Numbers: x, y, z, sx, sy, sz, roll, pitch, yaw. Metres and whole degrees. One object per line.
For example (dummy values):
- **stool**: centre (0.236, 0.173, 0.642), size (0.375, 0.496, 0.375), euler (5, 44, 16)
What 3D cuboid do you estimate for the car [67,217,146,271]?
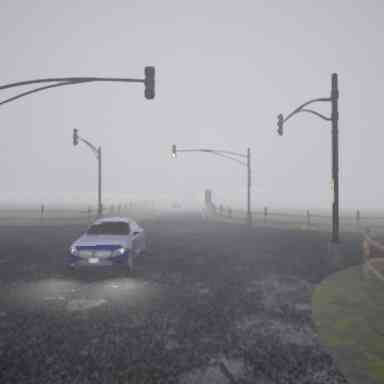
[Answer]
- **car**: centre (-2.744, 1.662, 11.638), size (1.812, 1.442, 4.674), euler (1, 0, 0)

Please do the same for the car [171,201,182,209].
- **car**: centre (-2.684, 2.284, 58.884), size (2.033, 1.411, 5.357), euler (0, -1, 0)
